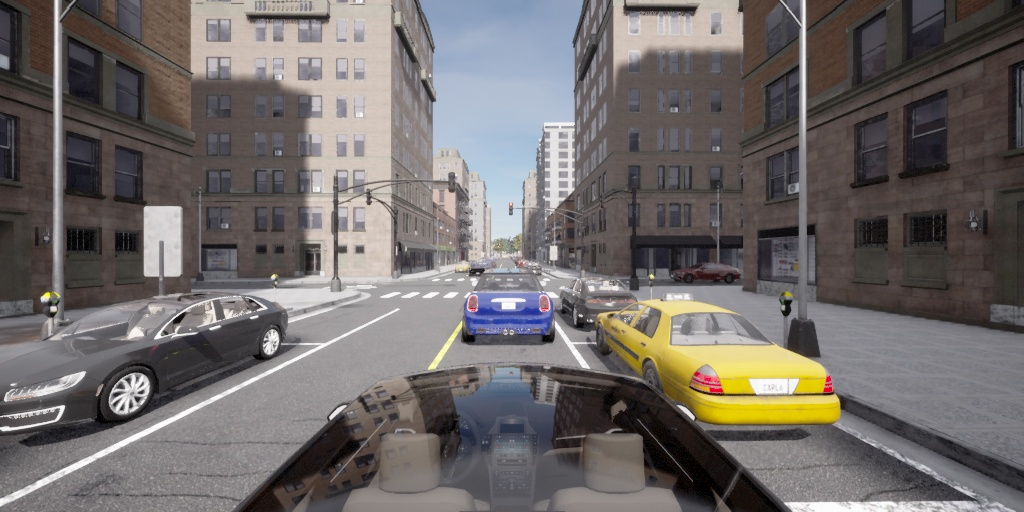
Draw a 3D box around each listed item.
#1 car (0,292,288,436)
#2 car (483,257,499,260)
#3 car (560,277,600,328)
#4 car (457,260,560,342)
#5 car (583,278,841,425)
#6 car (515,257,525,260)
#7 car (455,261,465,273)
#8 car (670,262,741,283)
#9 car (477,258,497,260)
[{"bbox_3d":[-5.429,1.300,5.646,2.007,1.370,4.403,0,0,-1],"label":"car"},{"bbox_3d":[-3.509,1.305,58.025,1.994,1.385,4.181,0,0,0],"label":"car"},{"bbox_3d":[2.534,1.300,11.150,2.007,1.370,4.403,0,0,-1],"label":"car"},{"bbox_3d":[-0.084,1.102,9.905,2.097,1.767,4.553,0,0,0],"label":"car"},{"bbox_3d":[2.602,1.275,5.914,1.751,1.417,4.829,0,0,-1],"label":"car"},{"bbox_3d":[1.928,1.183,60.749,1.967,1.591,4.097,0,0,-1],"label":"car"},{"bbox_3d":[-5.887,1.272,43.436,1.751,1.417,4.829,0,0,-1],"label":"car"},{"bbox_3d":[13.931,1.186,25.926,4.674,1.442,1.812,0,0,1],"label":"car"},{"bbox_3d":[-3.386,1.294,46.875,2.033,1.411,5.357,0,0,0],"label":"car"}]
